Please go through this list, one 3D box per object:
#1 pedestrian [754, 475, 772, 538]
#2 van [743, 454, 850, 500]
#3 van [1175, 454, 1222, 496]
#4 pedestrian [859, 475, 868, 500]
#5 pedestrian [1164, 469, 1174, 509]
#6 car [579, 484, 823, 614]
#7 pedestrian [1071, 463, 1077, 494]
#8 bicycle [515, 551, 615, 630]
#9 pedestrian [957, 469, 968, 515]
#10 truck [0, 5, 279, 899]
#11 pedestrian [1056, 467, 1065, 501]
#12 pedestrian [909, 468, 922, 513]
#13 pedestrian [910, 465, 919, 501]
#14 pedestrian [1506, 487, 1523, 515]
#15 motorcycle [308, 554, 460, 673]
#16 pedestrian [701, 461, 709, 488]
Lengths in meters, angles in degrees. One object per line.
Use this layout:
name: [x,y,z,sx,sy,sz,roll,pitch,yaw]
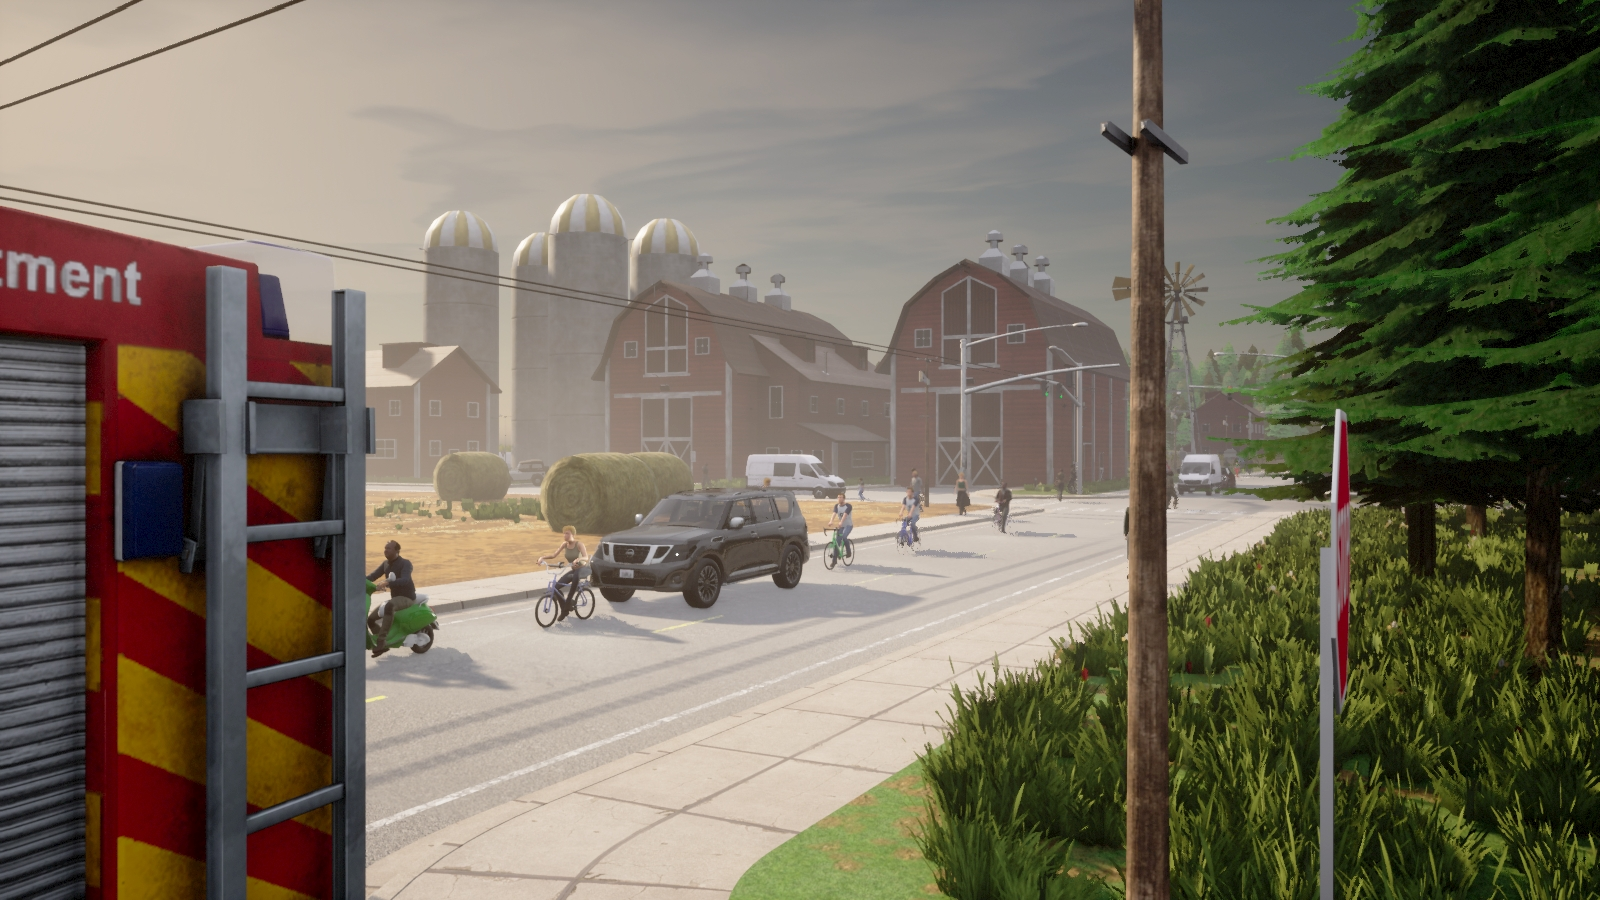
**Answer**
pedestrian: [-1.102,1.694,34.221,0.375,1.860,0.375,0,0,-41]
van: [-0.213,1.504,65.703,5.915,2.561,1.988,0,0,27]
van: [25.725,1.534,73.540,1.988,2.561,5.915,0,0,28]
pedestrian: [3.290,1.951,59.138,0.375,1.300,0.375,0,0,12]
pedestrian: [17.250,1.836,53.459,0.375,1.860,0.375,0,0,27]
car: [-1.736,1.779,22.479,2.150,2.045,5.566,0,0,27]
pedestrian: [16.274,1.682,67.844,0.375,1.860,0.375,0,0,15]
bicycle: [-3.813,2.256,18.635,0.859,1.080,1.487,0,0,28]
pedestrian: [6.582,1.695,46.226,0.375,1.860,0.375,0,0,24]
truck: [-6.064,0.867,3.674,8.468,3.827,2.891,0,0,21]
pedestrian: [13.989,1.824,61.362,0.375,1.860,0.375,0,0,29]
pedestrian: [4.833,1.679,47.790,0.375,1.860,0.375,0,0,-37]
pedestrian: [5.805,1.670,57.995,0.375,1.860,0.375,0,0,23]
pedestrian: [28.796,2.050,46.040,0.500,1.100,0.500,0,0,45]
motorcycle: [-5.554,2.142,15.367,0.856,1.316,1.805,0,0,28]
pedestrian: [-6.437,1.669,77.658,0.375,1.860,0.375,0,0,31]
